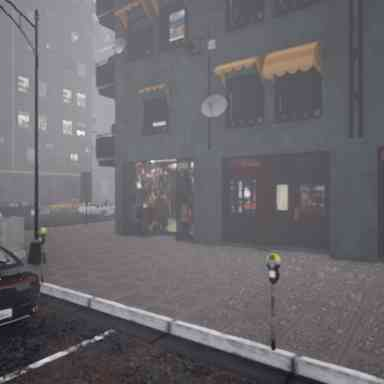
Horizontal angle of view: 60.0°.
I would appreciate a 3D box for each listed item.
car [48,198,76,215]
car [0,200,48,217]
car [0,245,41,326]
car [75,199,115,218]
[{"bbox_3d":[-11.018,1.228,30.514,1.752,1.417,4.829,1,1,35],"label":"car"},{"bbox_3d":[-14.103,1.329,26.086,2.008,1.369,4.403,1,1,35],"label":"car"},{"bbox_3d":[-4.518,1.546,6.086,4.403,1.369,2.008,0,0,35],"label":"car"},{"bbox_3d":[-6.627,1.316,26.829,1.895,1.301,4.718,0,1,36],"label":"car"}]
